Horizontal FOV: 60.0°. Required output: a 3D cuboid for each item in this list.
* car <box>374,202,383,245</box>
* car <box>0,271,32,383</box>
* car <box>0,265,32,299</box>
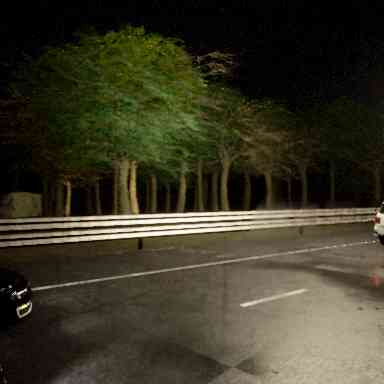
[{"bbox_3d":[10.545,1.402,15.076,5.566,2.045,2.150,1,0,-33],"label":"car"},{"bbox_3d":[-3.066,1.543,1.507,4.181,1.385,1.994,1,0,-36],"label":"car"},{"bbox_3d":[-4.876,1.485,4.517,4.892,1.490,1.837,1,0,-36],"label":"car"}]
